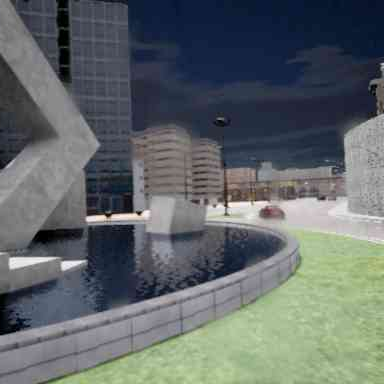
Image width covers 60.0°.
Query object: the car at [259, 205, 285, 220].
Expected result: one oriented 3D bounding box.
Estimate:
[{"bbox_3d":[8.006,2.045,33.580,1.994,1.385,4.181,-3,-1,2],"label":"car"}]
